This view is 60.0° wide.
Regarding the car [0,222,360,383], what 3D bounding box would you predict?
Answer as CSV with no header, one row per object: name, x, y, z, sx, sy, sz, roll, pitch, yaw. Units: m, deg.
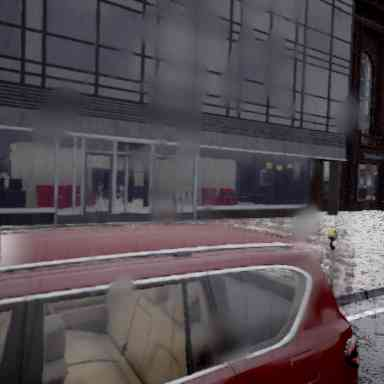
car,-1.146,1.189,1.936,5.009,1.841,2.192,1,2,-30
